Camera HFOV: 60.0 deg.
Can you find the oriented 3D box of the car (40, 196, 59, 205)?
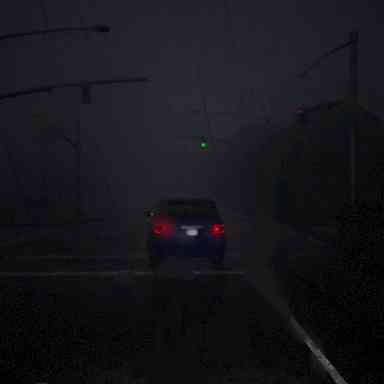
[{"bbox_3d":[-25.945,1.478,60.623,1.970,1.475,3.806,0,0,0],"label":"car"}]

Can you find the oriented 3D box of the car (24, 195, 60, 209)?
[{"bbox_3d":[-18.917,1.438,42.150,2.007,1.523,4.514,0,0,0],"label":"car"}]

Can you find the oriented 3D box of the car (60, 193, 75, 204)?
[{"bbox_3d":[-22.619,1.195,60.020,1.905,1.878,3.866,0,0,0],"label":"car"}]

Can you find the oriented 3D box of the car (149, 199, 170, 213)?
[{"bbox_3d":[-3.586,1.518,37.223,1.994,1.385,4.181,0,0,0],"label":"car"}]

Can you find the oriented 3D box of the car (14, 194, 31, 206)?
[{"bbox_3d":[-25.885,1.225,52.143,1.932,1.855,4.605,0,0,0],"label":"car"}]

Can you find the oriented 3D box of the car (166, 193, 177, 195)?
[{"bbox_3d":[-3.519,1.151,56.010,2.150,2.045,5.566,0,0,0],"label":"car"}]

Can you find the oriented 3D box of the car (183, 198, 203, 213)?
[{"bbox_3d":[0.104,1.445,37.228,2.128,1.511,4.902,0,0,0],"label":"car"}]

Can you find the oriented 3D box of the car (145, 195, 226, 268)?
[{"bbox_3d":[-0.401,1.263,11.481,2.150,2.045,5.566,1,-2,-9],"label":"car"}]
